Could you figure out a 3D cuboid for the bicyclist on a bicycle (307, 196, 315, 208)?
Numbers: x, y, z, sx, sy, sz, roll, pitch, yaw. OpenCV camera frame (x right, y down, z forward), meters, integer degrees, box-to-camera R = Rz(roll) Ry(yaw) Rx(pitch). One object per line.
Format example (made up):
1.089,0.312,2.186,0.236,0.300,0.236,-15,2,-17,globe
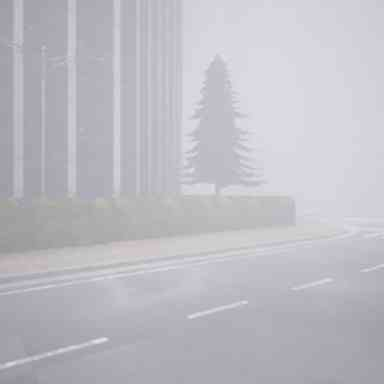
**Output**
16.657,1.392,46.524,1.656,1.620,0.582,0,0,-35,bicyclist on a bicycle
